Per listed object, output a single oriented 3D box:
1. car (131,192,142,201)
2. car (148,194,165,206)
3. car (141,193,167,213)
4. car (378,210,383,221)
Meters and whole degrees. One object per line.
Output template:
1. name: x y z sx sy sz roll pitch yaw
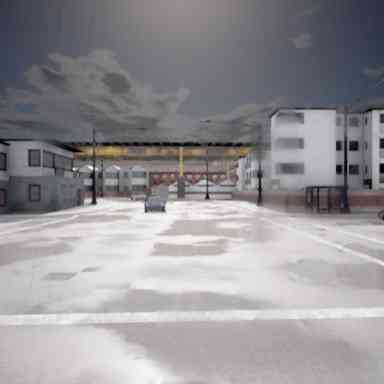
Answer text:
1. car: -9.272 0.823 58.522 1.812 1.442 4.674 0 1 -29
2. car: -5.155 1.072 47.697 1.837 1.490 4.892 0 1 -14
3. car: -3.768 1.198 34.634 2.097 1.767 4.553 0 1 -2
4. car: 16.499 1.539 24.868 4.674 1.442 1.812 0 0 1
